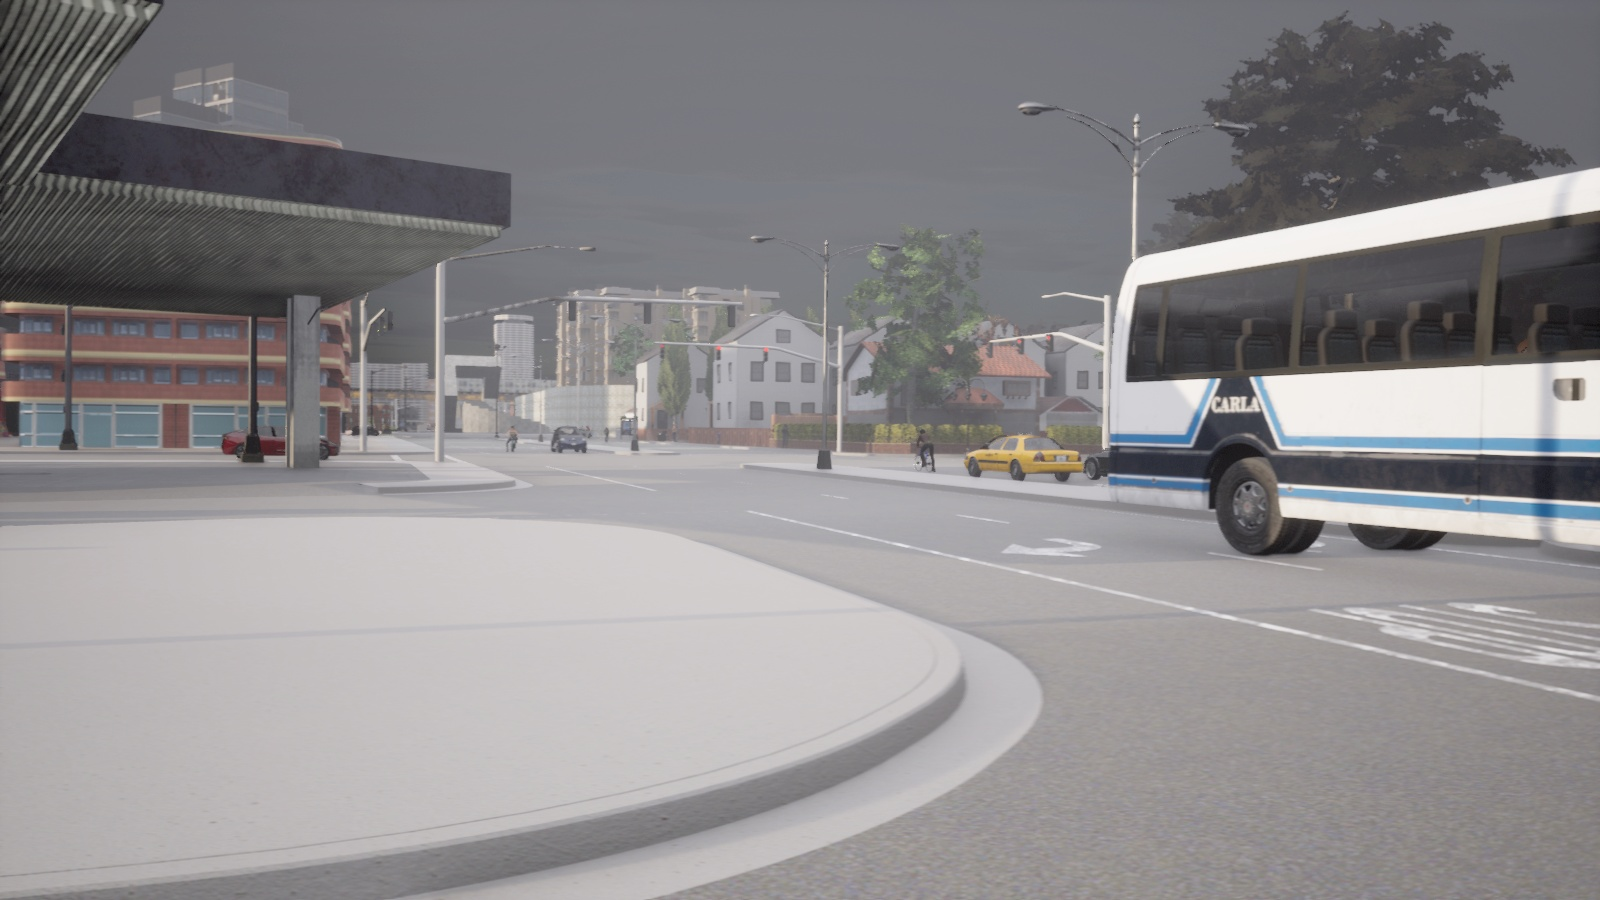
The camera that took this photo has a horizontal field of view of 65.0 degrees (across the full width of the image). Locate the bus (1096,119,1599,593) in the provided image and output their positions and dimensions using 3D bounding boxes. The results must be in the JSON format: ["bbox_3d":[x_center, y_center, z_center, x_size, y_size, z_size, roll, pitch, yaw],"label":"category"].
[{"bbox_3d":[8.111,-0.894,14.177,3.944,4.253,10.273,-1,1,-23],"label":"bus"}]

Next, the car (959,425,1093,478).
[{"bbox_3d":[7.163,0.012,40.458,1.801,1.575,5.366,-1,1,-19],"label":"car"}]

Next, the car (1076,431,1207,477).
[{"bbox_3d":[10.907,0.097,40.392,1.994,1.385,4.181,-1,1,-21],"label":"car"}]

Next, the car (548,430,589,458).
[{"bbox_3d":[-14.244,-0.383,77.189,1.851,1.617,3.988,-1,1,-19],"label":"car"}]

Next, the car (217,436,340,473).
[{"bbox_3d":[-22.459,0.174,54.297,4.792,1.488,2.163,-1,1,-20],"label":"car"}]
